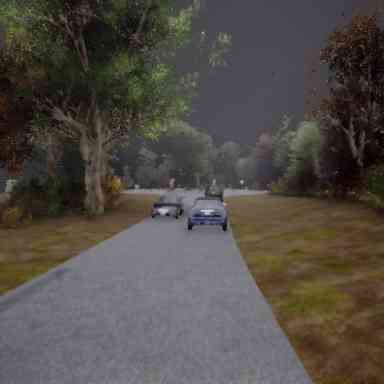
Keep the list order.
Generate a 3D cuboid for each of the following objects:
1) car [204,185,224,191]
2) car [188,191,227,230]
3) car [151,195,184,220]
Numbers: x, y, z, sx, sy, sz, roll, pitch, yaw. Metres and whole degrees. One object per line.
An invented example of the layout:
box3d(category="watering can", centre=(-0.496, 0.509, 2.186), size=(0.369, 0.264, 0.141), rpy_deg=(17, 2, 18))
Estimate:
box3d(category="car", centre=(2.646, 0.153, 40.058), size=(2.150, 2.045, 5.566), rpy_deg=(0, 2, 6))
box3d(category="car", centre=(0.930, 1.048, 19.211), size=(2.097, 1.767, 4.553), rpy_deg=(0, 2, 4))
box3d(category="car", centre=(-1.647, 1.010, 23.707), size=(2.128, 1.511, 4.902), rpy_deg=(2, 2, 5))
